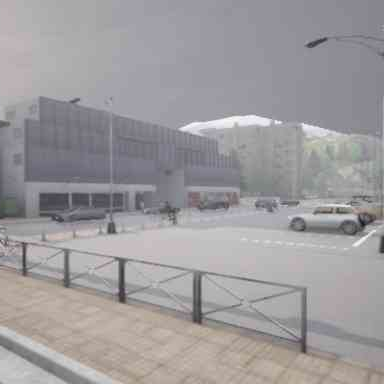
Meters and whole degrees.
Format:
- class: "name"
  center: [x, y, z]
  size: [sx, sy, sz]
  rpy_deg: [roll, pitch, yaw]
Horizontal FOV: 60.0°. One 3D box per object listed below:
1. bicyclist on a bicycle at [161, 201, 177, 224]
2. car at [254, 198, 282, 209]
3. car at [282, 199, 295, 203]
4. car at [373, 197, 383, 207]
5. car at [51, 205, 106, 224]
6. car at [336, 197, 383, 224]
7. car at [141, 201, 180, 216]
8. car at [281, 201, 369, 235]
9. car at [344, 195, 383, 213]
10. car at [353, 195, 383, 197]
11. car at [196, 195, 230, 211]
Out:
- class: "bicyclist on a bicycle"
  center: [-1.706, 1.478, 23.772]
  size: [1.656, 1.620, 0.582]
  rpy_deg: [0, 0, 35]
- class: "car"
  center: [10.628, 1.669, 47.698]
  size: [2.128, 1.511, 4.902]
  rpy_deg: [0, 0, 35]
- class: "car"
  center: [16.401, 1.779, 55.837]
  size: [1.895, 1.301, 4.718]
  rpy_deg: [0, 0, 35]
- class: "car"
  center: [30.189, 1.566, 51.447]
  size: [3.633, 1.501, 1.845]
  rpy_deg: [0, 0, 35]
- class: "car"
  center: [-8.954, 1.742, 26.487]
  size: [1.994, 1.385, 4.181]
  rpy_deg: [0, 0, 35]
- class: "car"
  center: [10.582, 1.346, 23.322]
  size: [5.027, 1.636, 2.152]
  rpy_deg: [0, 0, 35]
- class: "car"
  center: [-3.204, 1.670, 34.590]
  size: [2.128, 1.511, 4.902]
  rpy_deg: [0, 0, 35]
- class: "car"
  center: [7.133, 1.424, 17.900]
  size: [3.806, 1.475, 1.970]
  rpy_deg: [0, 0, 35]
- class: "car"
  center: [19.327, 1.289, 36.368]
  size: [4.605, 1.855, 1.932]
  rpy_deg: [0, 0, 35]
- class: "car"
  center: [17.982, 1.269, 33.759]
  size: [3.866, 1.878, 1.905]
  rpy_deg: [0, 0, 35]
- class: "car"
  center: [2.818, 1.400, 43.046]
  size: [2.150, 2.045, 5.566]
  rpy_deg: [0, 0, 36]
